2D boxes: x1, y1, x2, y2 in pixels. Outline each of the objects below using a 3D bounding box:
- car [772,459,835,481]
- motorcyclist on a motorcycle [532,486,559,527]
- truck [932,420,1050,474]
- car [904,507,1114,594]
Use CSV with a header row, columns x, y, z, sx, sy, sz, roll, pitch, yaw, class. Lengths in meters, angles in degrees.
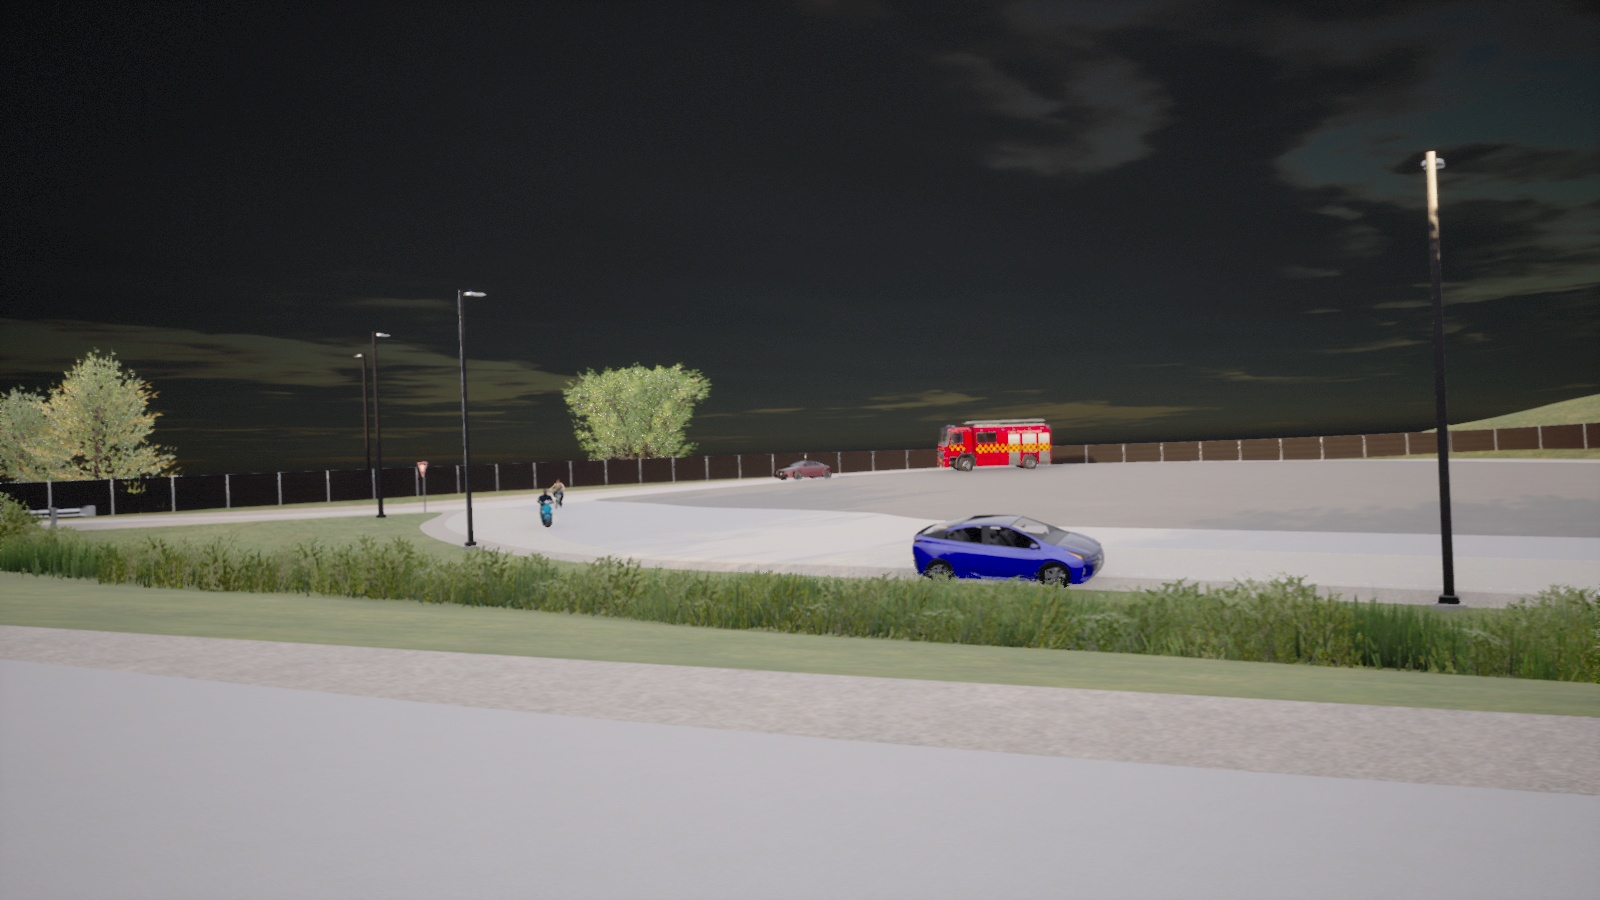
x,y,z,sx,sy,sz,roll,pitch,yaw,class
0.270,1.432,90.561,4.181,1.385,1.994,-2,0,-36,car
-10.662,2.343,52.641,0.866,1.590,1.817,-1,0,-19,motorcyclist on a motorcycle
14.760,-0.292,97.179,8.468,3.827,2.891,-2,3,-6,truck
5.038,2.357,30.285,4.514,1.525,2.007,-1,9,28,car
